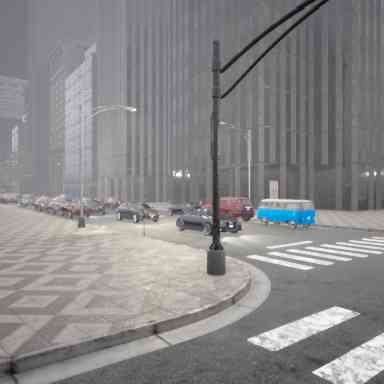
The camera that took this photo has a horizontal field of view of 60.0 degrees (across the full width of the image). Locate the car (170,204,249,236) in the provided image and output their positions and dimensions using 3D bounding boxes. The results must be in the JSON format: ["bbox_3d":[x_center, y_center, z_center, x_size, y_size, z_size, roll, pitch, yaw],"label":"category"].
[{"bbox_3d":[0.872,1.599,18.923,1.994,1.385,4.181,0,0,-36],"label":"car"}]

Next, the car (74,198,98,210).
[{"bbox_3d":[-14.436,1.546,45.220,1.812,1.442,4.674,0,0,-36],"label":"car"}]

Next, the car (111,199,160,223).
[{"bbox_3d":[-4.312,1.536,26.021,1.837,1.490,4.892,0,0,-36],"label":"car"}]

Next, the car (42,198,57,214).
[{"bbox_3d":[-14.136,1.605,35.115,1.802,1.307,4.206,0,0,-36],"label":"car"}]

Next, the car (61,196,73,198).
[{"bbox_3d":[-16.723,1.545,43.106,1.812,1.442,4.674,0,0,-36],"label":"car"}]

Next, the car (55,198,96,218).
[{"bbox_3d":[-10.809,1.571,30.561,1.887,1.381,4.507,0,0,-36],"label":"car"}]

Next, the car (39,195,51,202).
[{"bbox_3d":[-33.967,1.480,76.727,1.752,1.417,4.829,0,0,-35],"label":"car"}]

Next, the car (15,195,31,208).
[{"bbox_3d":[-24.115,1.562,48.776,2.008,1.369,4.403,0,0,-36],"label":"car"}]

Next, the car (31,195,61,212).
[{"bbox_3d":[-17.462,1.460,39.669,1.967,1.590,4.097,0,0,-36],"label":"car"}]

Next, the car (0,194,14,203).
[{"bbox_3d":[-37.422,1.285,66.992,2.192,1.841,5.009,0,0,-36],"label":"car"}]

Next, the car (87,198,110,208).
[{"bbox_3d":[-13.891,1.600,49.233,1.802,1.307,4.206,0,0,-36],"label":"car"}]

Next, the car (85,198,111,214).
[{"bbox_3d":[-10.439,1.530,34.422,1.837,1.490,4.892,0,0,-36],"label":"car"}]

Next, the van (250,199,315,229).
[{"bbox_3d":[6.072,1.378,21.906,1.690,1.788,3.998,0,0,-36],"label":"van"}]

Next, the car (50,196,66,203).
[{"bbox_3d":[-27.299,1.510,67.589,1.752,1.417,4.829,0,0,-36],"label":"car"}]

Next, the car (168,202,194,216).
[{"bbox_3d":[-0.583,1.598,31.016,1.947,1.339,4.313,0,0,-36],"label":"car"}]

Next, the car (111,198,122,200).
[{"bbox_3d":[-10.563,1.462,44.678,1.967,1.590,4.097,0,0,-36],"label":"car"}]

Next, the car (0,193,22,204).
[{"bbox_3d":[-34.095,1.298,62.438,2.192,1.841,5.009,0,0,-36],"label":"car"}]

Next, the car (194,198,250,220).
[{"bbox_3d":[2.744,1.350,26.461,2.192,1.841,5.009,0,0,-36],"label":"car"}]
